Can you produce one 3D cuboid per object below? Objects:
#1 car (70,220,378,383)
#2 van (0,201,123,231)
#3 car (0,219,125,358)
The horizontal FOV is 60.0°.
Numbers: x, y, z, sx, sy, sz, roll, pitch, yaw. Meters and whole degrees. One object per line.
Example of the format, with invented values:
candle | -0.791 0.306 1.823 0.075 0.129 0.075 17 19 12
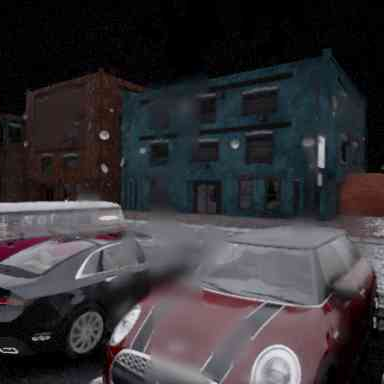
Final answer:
car | 1.061 1.348 4.429 2.185 1.767 4.553 0 0 36
van | -3.655 1.221 7.618 1.878 1.987 4.442 0 0 36
car | -1.327 1.461 6.090 2.231 1.521 4.892 0 0 36
